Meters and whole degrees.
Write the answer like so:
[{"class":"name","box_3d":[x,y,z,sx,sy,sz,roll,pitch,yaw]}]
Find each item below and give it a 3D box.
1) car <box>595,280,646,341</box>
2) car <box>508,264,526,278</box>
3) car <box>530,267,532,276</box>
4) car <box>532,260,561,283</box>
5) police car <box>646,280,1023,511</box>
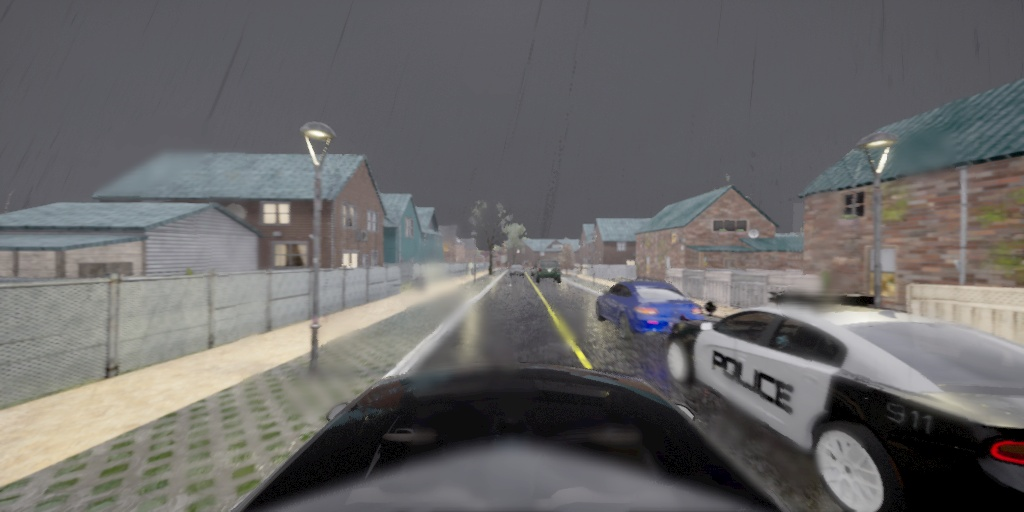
[{"class":"car","box_3d":[3.679,1.408,10.239,1.812,1.442,4.674,1,-1,1]},{"class":"car","box_3d":[0.597,1.774,43.170,1.837,1.490,4.892,1,-1,1]},{"class":"car","box_3d":[3.391,1.894,45.562,1.994,1.385,4.181,1,-1,1]},{"class":"car","box_3d":[3.233,1.375,32.953,2.150,2.045,5.566,1,-1,2]},{"class":"police car","box_3d":[3.591,1.240,4.350,1.930,1.638,5.238,1,-1,1]}]
